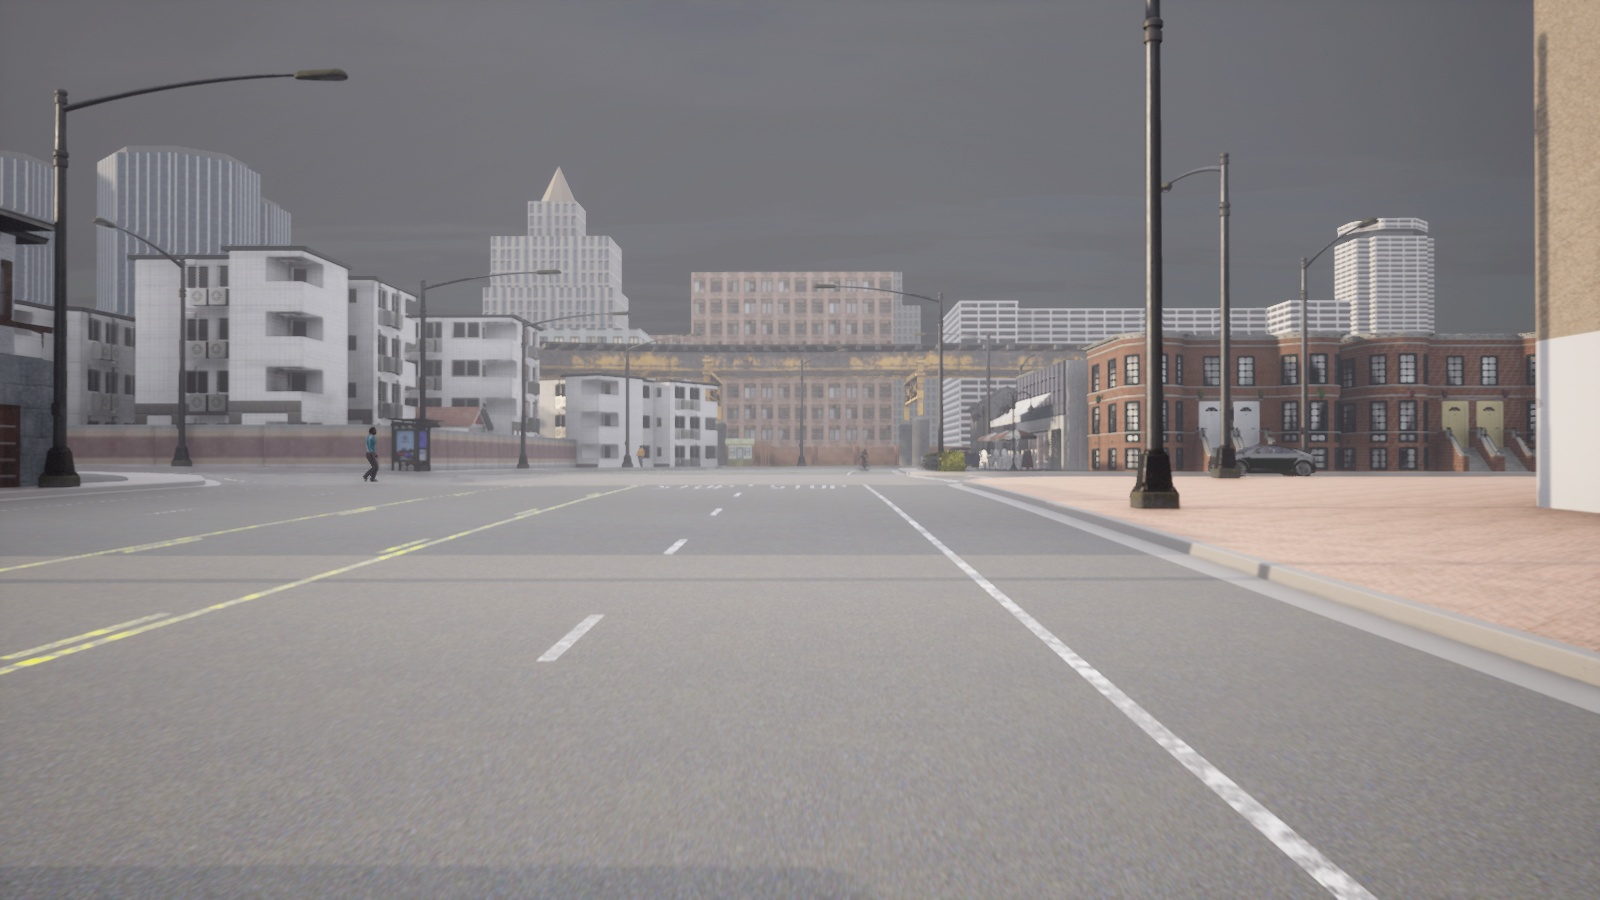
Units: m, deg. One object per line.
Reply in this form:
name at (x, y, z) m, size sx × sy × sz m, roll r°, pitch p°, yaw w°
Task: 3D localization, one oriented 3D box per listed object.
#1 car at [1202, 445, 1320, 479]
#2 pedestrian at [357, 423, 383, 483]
car at (18.989, 0.499, 51.850) m, size 4.181 × 1.385 × 1.994 m, roll 0°, pitch 0°, yaw 2°
pedestrian at (-13.780, 0.091, 40.243) m, size 0.692 × 1.930 × 0.396 m, roll 0°, pitch 0°, yaw -3°
